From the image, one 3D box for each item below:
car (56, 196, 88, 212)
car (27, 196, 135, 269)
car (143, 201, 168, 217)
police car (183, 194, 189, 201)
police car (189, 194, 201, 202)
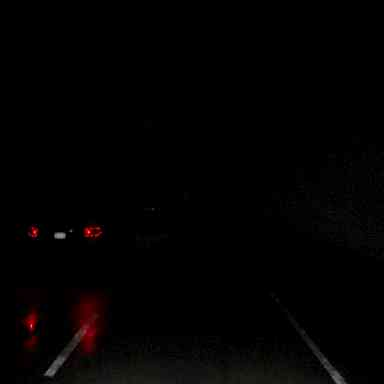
[{"bbox_3d":[-14.099,1.331,39.444,2.097,1.767,4.553,0,0,0],"label":"car"},{"bbox_3d":[-3.403,1.215,11.249,2.150,2.045,5.566,0,0,0],"label":"car"},{"bbox_3d":[-3.408,1.531,31.460,2.033,1.411,5.357,0,0,0],"label":"car"},{"bbox_3d":[-0.194,1.381,82.397,1.930,1.638,5.238,0,0,-9],"label":"police car"},{"bbox_3d":[0.919,1.387,71.759,1.930,1.638,5.238,0,0,-3],"label":"police car"}]
